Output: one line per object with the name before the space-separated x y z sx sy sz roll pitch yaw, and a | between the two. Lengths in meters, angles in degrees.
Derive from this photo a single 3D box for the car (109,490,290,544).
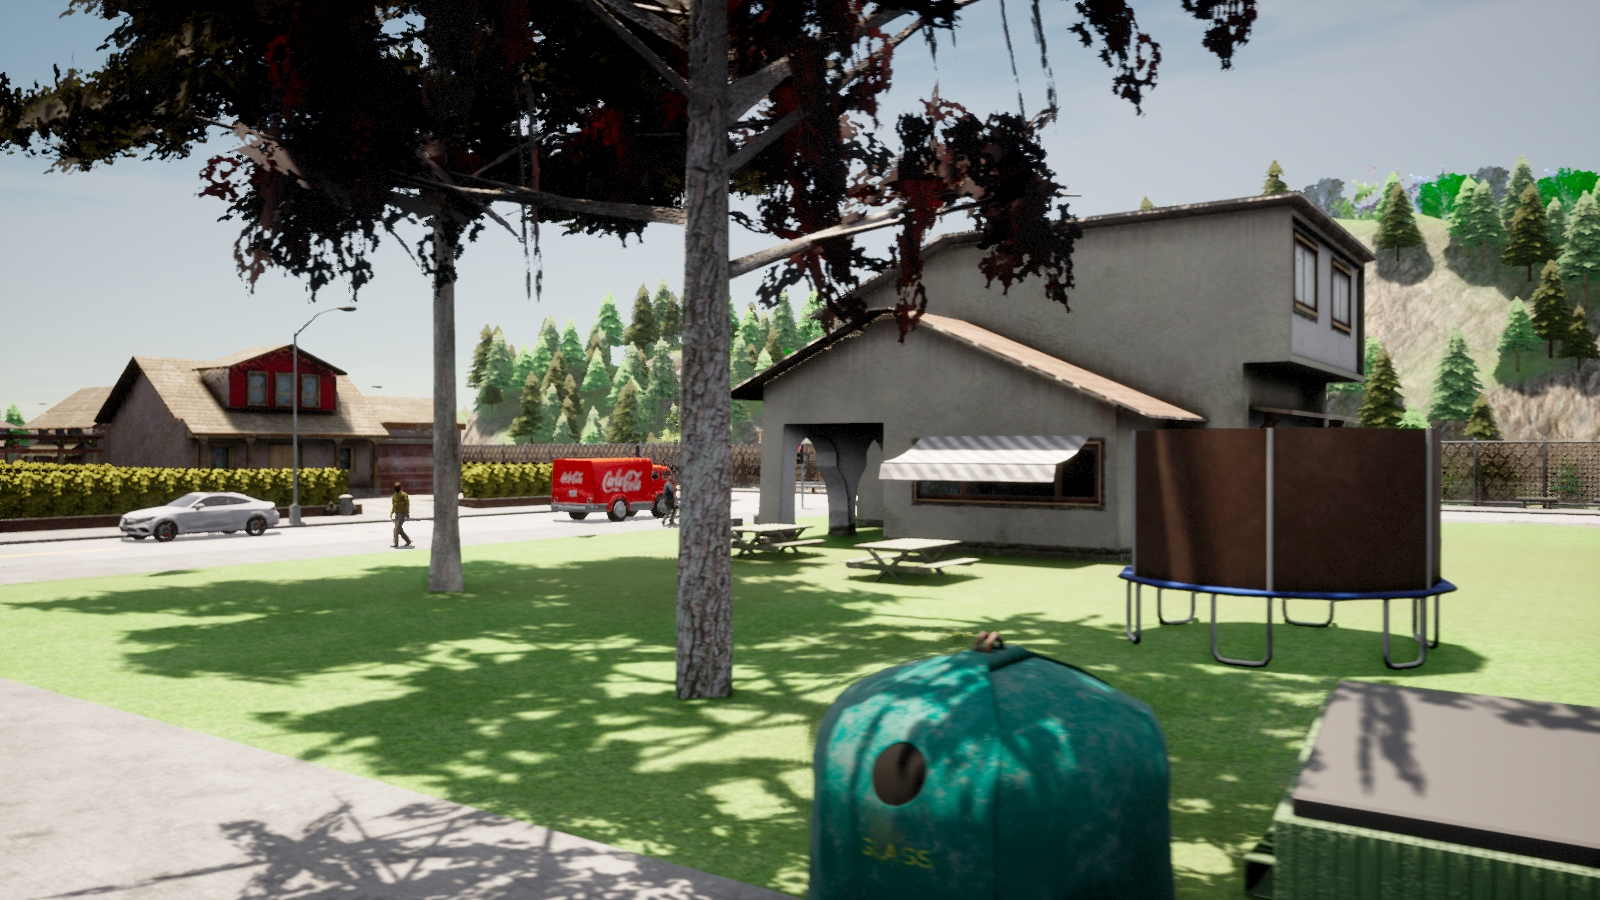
car | -18.946 2.060 36.236 2.002 1.442 4.674 0 0 35

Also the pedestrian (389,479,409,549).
pedestrian | -10.886 1.727 31.032 0.375 1.860 0.375 0 0 35

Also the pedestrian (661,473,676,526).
pedestrian | -4.617 1.729 40.132 0.375 1.860 0.375 0 0 -42

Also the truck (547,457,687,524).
truck | -7.226 1.549 45.711 2.627 2.467 5.204 0 0 35
